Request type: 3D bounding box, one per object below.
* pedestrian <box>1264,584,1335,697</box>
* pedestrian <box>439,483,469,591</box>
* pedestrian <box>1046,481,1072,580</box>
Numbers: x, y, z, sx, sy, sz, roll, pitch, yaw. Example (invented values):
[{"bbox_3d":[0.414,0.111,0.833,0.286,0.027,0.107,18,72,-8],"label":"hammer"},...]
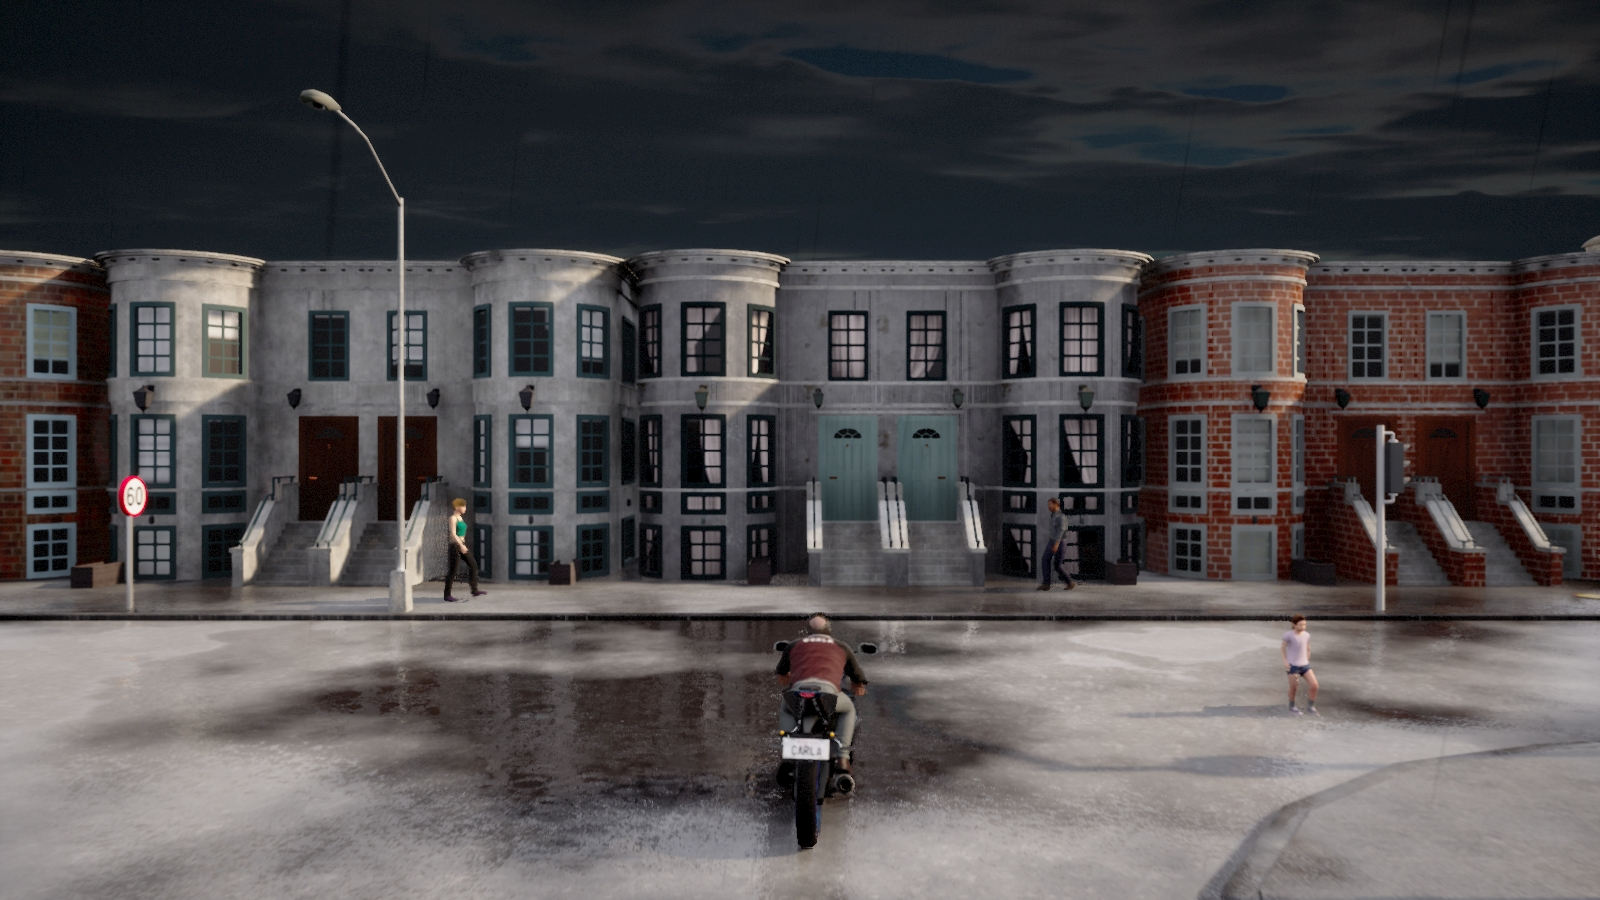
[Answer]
[{"bbox_3d":[5.282,2.008,12.108,0.500,1.100,0.500,0,0,-9],"label":"pedestrian"},{"bbox_3d":[-6.093,1.524,20.133,0.375,1.860,0.375,0,0,7],"label":"pedestrian"},{"bbox_3d":[4.924,1.523,21.719,0.375,1.860,0.375,0,0,-8],"label":"pedestrian"}]
